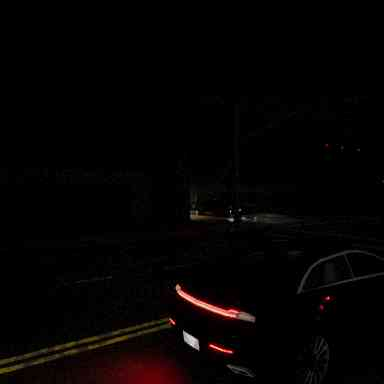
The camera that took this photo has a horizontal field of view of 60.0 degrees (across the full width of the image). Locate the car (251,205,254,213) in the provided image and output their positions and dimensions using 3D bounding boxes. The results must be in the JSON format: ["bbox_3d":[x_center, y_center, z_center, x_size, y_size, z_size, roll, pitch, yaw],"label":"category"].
[{"bbox_3d":[4.264,1.478,34.820,1.882,1.535,5.008,0,0,-37],"label":"car"}]

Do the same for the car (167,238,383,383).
[{"bbox_3d":[1.964,1.492,5.231,4.902,1.511,2.128,0,0,-35],"label":"car"}]

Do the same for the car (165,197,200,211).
[{"bbox_3d":[-1.274,1.491,42.241,2.128,1.511,4.902,0,0,-37],"label":"car"}]

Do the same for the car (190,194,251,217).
[{"bbox_3d":[2.546,1.221,31.277,2.150,2.045,5.566,0,0,-36],"label":"car"}]
